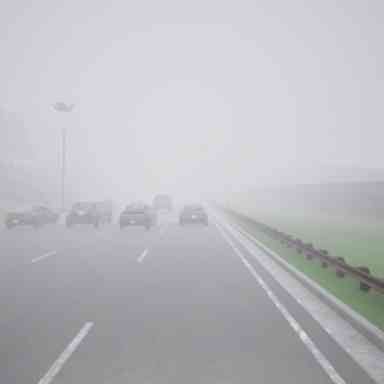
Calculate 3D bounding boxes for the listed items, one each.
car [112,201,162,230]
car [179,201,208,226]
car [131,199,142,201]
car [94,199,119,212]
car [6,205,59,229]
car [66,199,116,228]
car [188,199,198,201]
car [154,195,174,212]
[{"bbox_3d":[-3.402,1.547,21.555,2.128,1.511,4.902,0,0,0],"label":"car"},{"bbox_3d":[0.098,1.627,24.269,1.994,1.385,4.181,0,0,0],"label":"car"},{"bbox_3d":[-6.916,1.633,41.815,1.812,1.442,4.674,0,0,0],"label":"car"},{"bbox_3d":[-10.404,1.610,40.786,1.837,1.490,4.892,0,0,0],"label":"car"},{"bbox_3d":[-10.415,1.582,21.957,1.812,1.442,4.674,0,0,0],"label":"car"},{"bbox_3d":[-6.902,1.411,22.833,2.097,1.767,4.553,0,0,0],"label":"car"},{"bbox_3d":[0.084,1.633,41.782,1.812,1.442,4.674,0,0,0],"label":"car"},{"bbox_3d":[-3.404,1.324,39.962,2.150,2.045,5.566,0,0,0],"label":"car"}]
